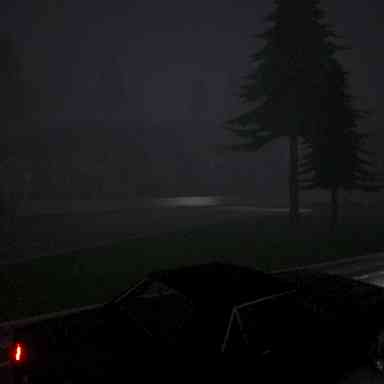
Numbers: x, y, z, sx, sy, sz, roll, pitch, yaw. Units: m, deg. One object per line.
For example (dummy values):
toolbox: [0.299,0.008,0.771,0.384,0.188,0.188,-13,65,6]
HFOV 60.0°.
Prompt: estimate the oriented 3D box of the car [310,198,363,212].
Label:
car: [13.924,1.217,32.230,4.718,1.301,1.895,0,0,27]

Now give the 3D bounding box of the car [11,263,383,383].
car: [0.594,1.566,3.930,4.718,1.301,1.895,-1,0,-32]
